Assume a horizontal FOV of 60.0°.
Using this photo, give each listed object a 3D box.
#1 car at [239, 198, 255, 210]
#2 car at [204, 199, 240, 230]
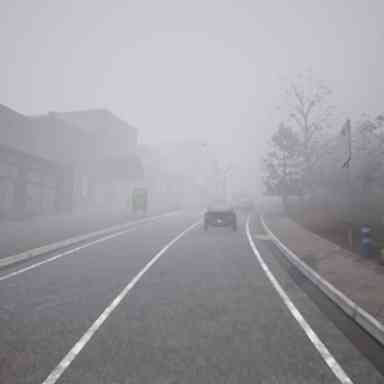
[{"bbox_3d":[6.583,1.438,41.191,1.812,1.442,4.674,-2,0,17],"label":"car"},{"bbox_3d":[1.884,1.454,20.893,1.882,1.535,5.008,-1,0,9],"label":"car"}]
